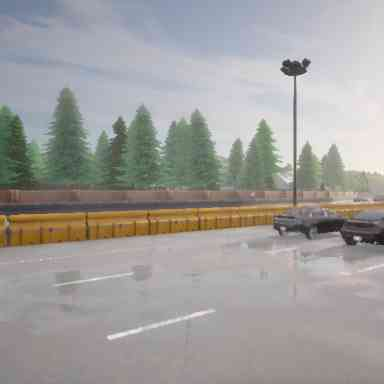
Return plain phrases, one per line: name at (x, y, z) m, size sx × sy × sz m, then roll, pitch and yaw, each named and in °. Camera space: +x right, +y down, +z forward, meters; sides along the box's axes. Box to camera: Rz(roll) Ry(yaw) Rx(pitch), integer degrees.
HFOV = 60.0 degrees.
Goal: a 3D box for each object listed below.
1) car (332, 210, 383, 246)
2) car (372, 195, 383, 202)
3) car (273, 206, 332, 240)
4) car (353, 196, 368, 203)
car at (8.263, 1.513, 14.056) m, size 4.892 × 1.490 × 1.837 m, roll 0°, pitch 0°, yaw -35°
car at (37.077, 1.311, 65.481) m, size 2.097 × 1.767 × 4.553 m, roll 0°, pitch 0°, yaw 41°
car at (6.234, 1.492, 16.908) m, size 4.902 × 1.511 × 2.128 m, roll 0°, pitch 0°, yaw -35°
car at (34.366, 1.512, 67.696) m, size 1.994 × 1.385 × 4.181 m, roll 0°, pitch 0°, yaw 41°
